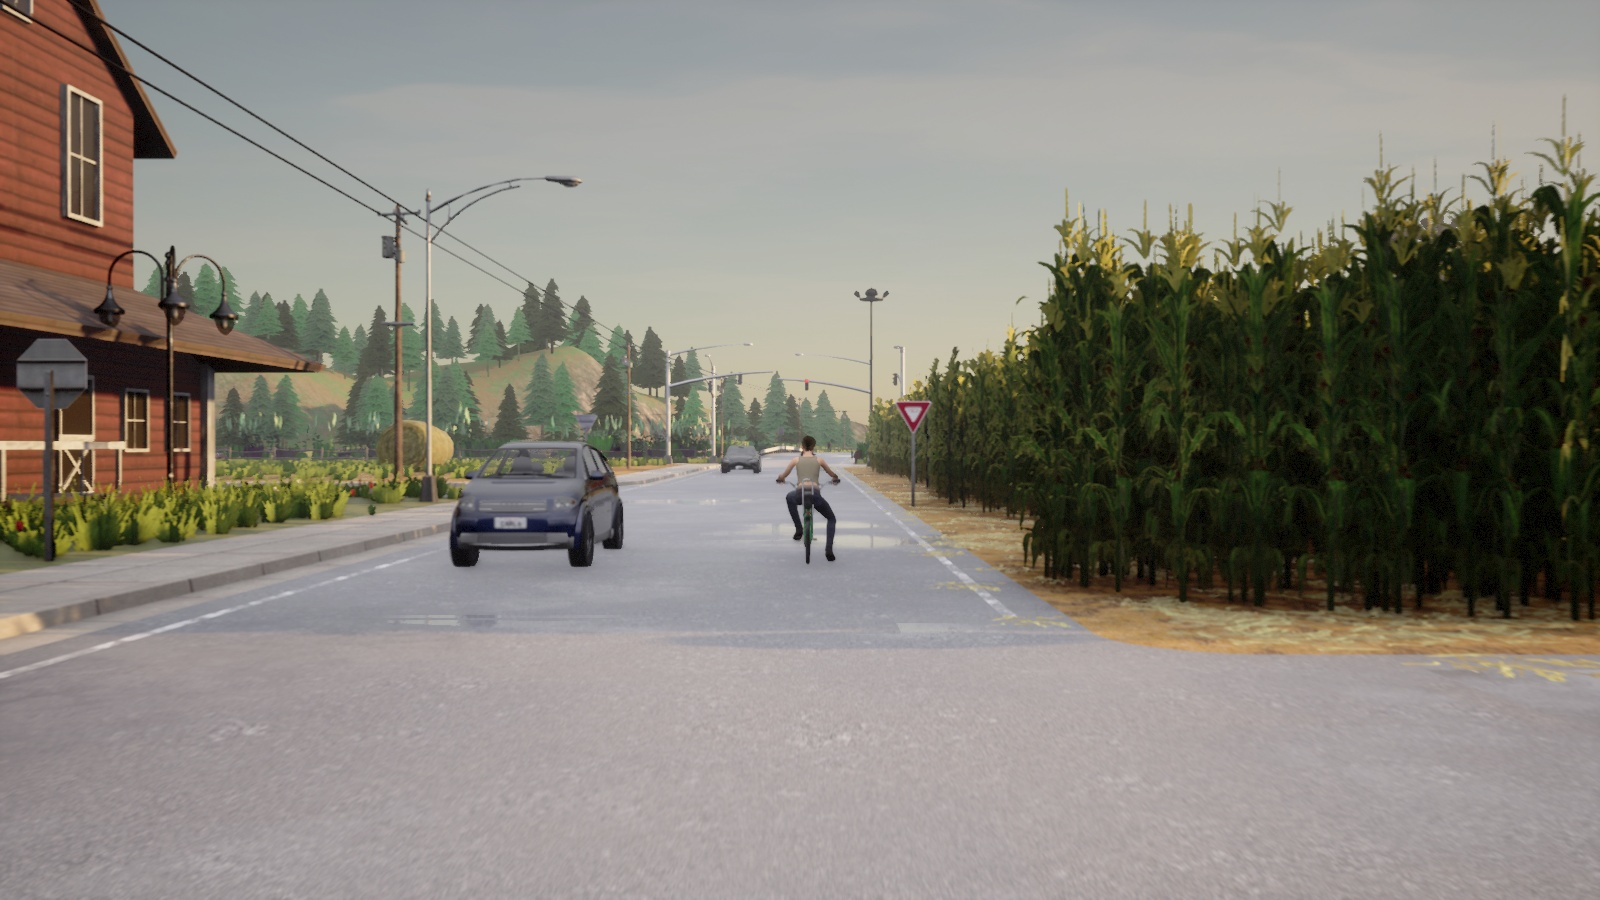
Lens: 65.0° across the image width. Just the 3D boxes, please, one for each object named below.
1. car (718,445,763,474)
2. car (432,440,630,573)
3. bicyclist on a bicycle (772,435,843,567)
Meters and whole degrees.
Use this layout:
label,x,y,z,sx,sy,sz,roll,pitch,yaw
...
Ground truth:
label,x,y,z,sx,sy,sz,roll,pitch,yaw
car,-3.103,0.484,66.642,2.163,1.488,4.792,0,0,0
car,-3.390,0.658,16.505,1.789,1.549,3.705,0,0,0
bicyclist on a bicycle,0.104,0.620,16.143,0.866,1.612,1.509,0,1,1
